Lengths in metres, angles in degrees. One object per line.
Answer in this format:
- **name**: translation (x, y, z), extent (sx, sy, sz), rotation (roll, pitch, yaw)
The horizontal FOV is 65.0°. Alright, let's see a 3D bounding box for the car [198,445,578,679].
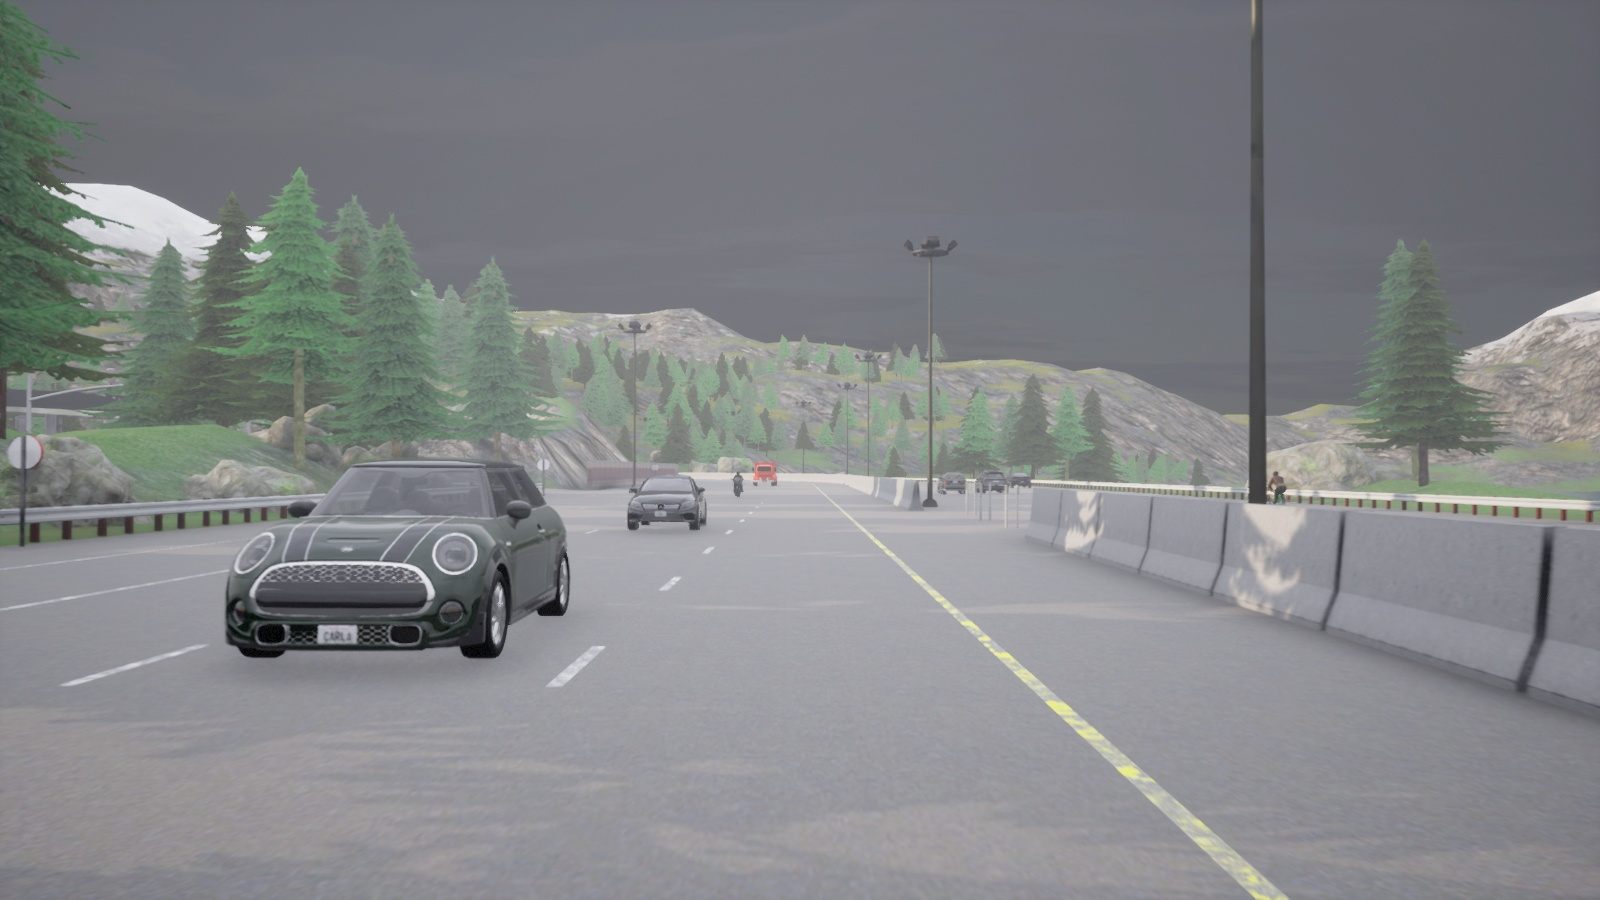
- **car**: translation (-3.528, 0.884, 11.807), extent (2.097, 1.767, 4.553), rotation (0, -1, 0)

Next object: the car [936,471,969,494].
- **car**: translation (10.402, 2.191, 86.007), extent (1.789, 1.549, 3.705), rotation (0, -1, 0)

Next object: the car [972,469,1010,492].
- **car**: translation (13.896, 2.218, 91.446), extent (2.033, 1.649, 4.856), rotation (0, -1, 0)

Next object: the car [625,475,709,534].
- **car**: translation (-3.532, 1.424, 34.078), extent (1.812, 1.442, 4.674), rotation (0, -1, 0)
